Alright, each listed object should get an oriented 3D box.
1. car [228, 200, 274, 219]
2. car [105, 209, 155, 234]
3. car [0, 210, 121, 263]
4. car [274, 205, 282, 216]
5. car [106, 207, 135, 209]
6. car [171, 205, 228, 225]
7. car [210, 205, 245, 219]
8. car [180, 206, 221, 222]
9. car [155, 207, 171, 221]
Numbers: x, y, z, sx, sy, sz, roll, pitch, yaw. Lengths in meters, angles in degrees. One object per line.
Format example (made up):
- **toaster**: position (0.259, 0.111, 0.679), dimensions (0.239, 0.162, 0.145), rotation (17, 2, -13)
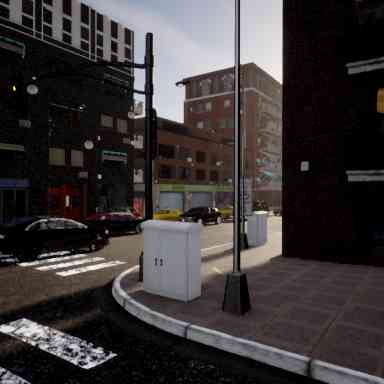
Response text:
- **car**: position (6.396, 1.866, 35.473), dimensions (2.150, 2.045, 5.566), rotation (0, -1, 35)
- **car**: position (-4.645, 1.881, 19.634), dimensions (1.895, 1.301, 4.718), rotation (0, -1, 35)
- **car**: position (-5.431, 1.669, 12.906), dimensions (2.128, 1.511, 4.902), rotation (0, -1, 35)
- **car**: position (12.518, 2.394, 44.189), dimensions (2.033, 1.411, 5.357), rotation (0, -1, 35)
- **car**: position (-5.397, 1.758, 23.112), dimensions (1.967, 1.590, 4.097), rotation (-1, -2, 35)
- **car**: position (0.717, 1.962, 27.324), dimensions (1.837, 1.490, 4.892), rotation (0, -1, 35)
- **car**: position (3.979, 2.153, 36.565), dimensions (1.752, 1.417, 4.829), rotation (-1, -2, 35)
- **car**: position (0.918, 2.092, 32.172), dimensions (1.947, 1.339, 4.313), rotation (-1, -2, 35)
- **car**: position (-2.337, 1.944, 27.501), dimensions (1.752, 1.417, 4.829), rotation (-1, -2, 35)
